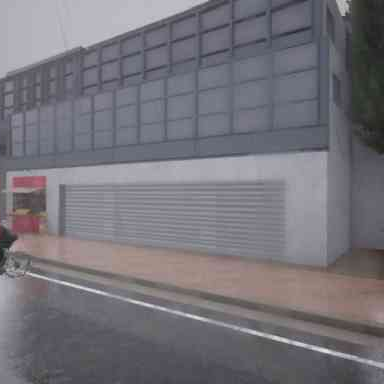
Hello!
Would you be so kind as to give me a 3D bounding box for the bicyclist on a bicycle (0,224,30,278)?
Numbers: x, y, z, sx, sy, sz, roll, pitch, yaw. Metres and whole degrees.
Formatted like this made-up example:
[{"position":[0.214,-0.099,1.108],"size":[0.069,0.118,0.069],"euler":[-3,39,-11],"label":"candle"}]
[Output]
[{"position":[-4.805,1.434,8.198],"size":[0.582,1.620,1.656],"euler":[0,1,35],"label":"bicyclist on a bicycle"}]
